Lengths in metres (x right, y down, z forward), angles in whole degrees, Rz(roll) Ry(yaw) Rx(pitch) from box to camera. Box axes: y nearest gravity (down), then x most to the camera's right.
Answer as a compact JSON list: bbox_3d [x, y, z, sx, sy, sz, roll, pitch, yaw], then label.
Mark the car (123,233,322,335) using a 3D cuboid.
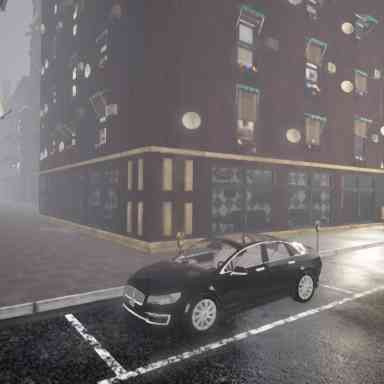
[{"bbox_3d":[0.810,1.552,6.626,4.403,1.369,2.008,0,1,-35],"label":"car"}]
